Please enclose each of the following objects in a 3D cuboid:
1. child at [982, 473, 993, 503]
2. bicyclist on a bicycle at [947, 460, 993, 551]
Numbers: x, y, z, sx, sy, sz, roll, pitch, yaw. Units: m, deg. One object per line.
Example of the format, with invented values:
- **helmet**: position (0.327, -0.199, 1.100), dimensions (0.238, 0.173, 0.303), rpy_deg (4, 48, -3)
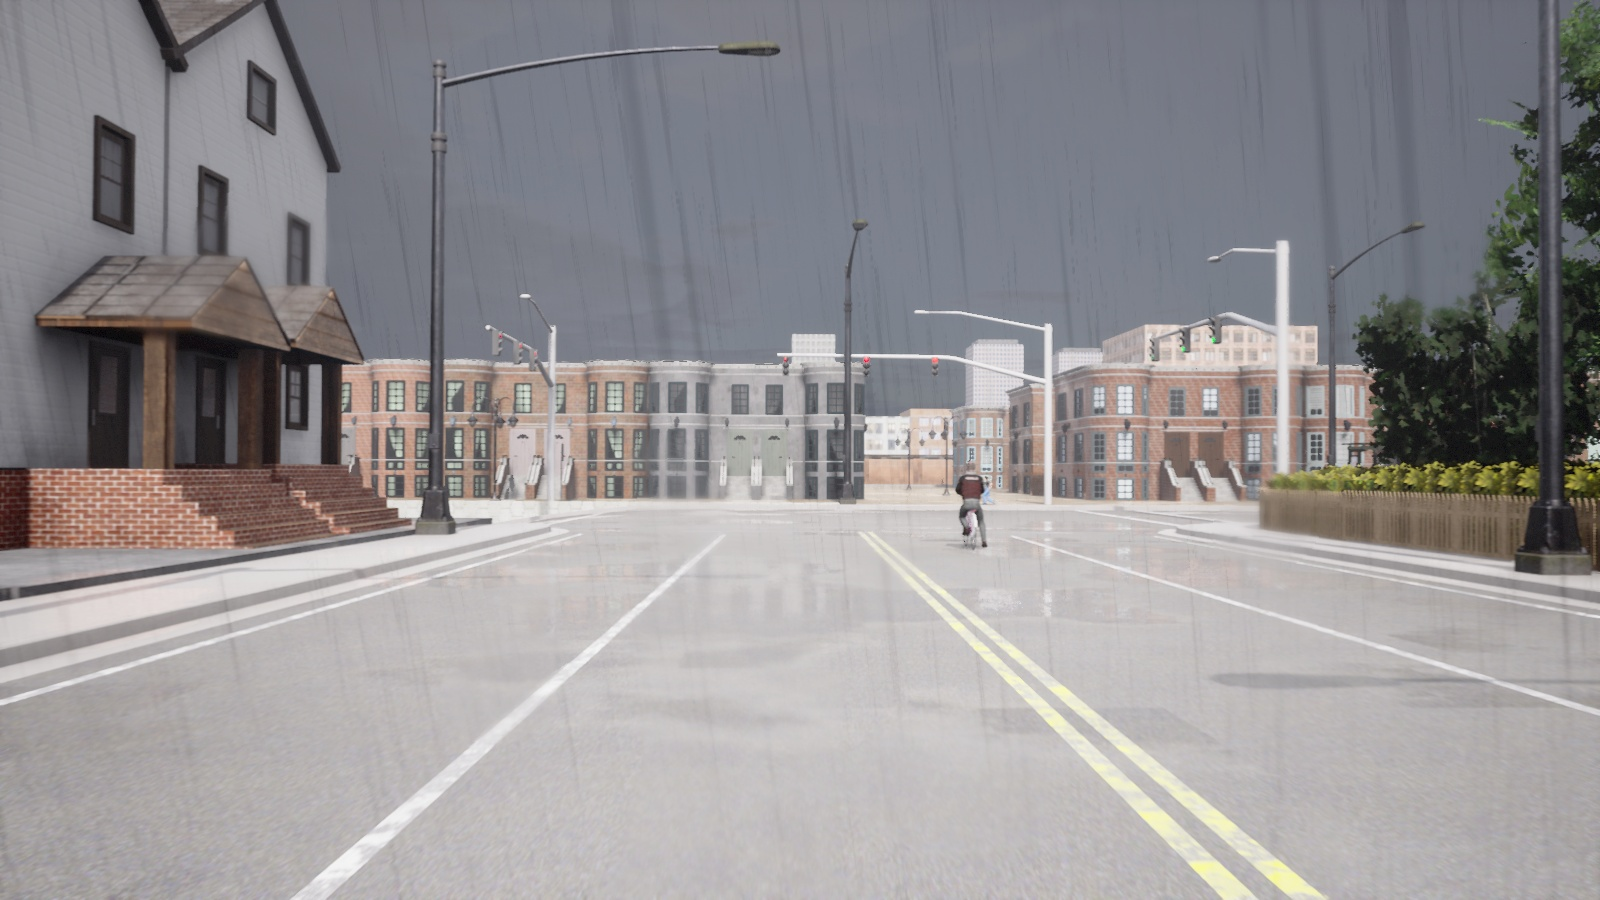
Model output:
- **child**: position (7.861, 1.593, 52.697), dimensions (0.437, 1.263, 0.270), rpy_deg (0, -1, -1)
- **bicyclist on a bicycle**: position (3.439, 1.098, 25.502), dimensions (0.659, 1.776, 1.843), rpy_deg (0, -1, 0)
